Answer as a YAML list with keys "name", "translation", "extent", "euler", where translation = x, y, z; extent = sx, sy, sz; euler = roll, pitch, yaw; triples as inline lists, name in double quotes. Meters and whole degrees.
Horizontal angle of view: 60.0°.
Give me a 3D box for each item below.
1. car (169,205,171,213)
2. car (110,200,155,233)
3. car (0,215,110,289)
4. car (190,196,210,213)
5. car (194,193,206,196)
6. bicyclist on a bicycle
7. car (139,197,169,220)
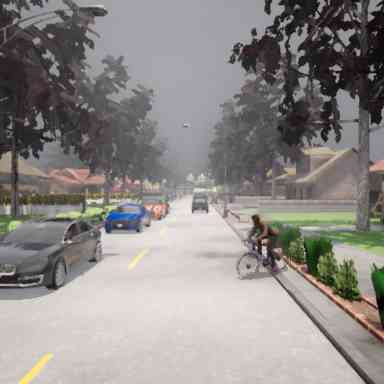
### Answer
- name: "car"
  translation: [-3.291, 1.550, 33.751]
  extent: [1.994, 1.385, 4.181]
  euler: [0, 0, 2]
- name: "car"
  translation: [-3.666, 1.470, 19.692]
  extent: [1.882, 1.535, 5.008]
  euler: [0, 0, 2]
- name: "car"
  translation: [-3.920, 1.503, 9.191]
  extent: [1.837, 1.490, 4.892]
  euler: [0, 0, 1]
- name: "car"
  translation: [0.908, 1.490, 37.026]
  extent: [1.837, 1.490, 4.892]
  euler: [0, 0, 2]
- name: "car"
  translation: [1.194, 1.202, 49.864]
  extent: [2.150, 2.045, 5.566]
  euler: [0, 0, 2]
- name: "bicyclist on a bicycle"
  translation: [1.814, 1.359, 8.572]
  extent: [1.656, 1.620, 0.582]
  euler: [-7, 6, -26]
- name: "car"
  translation: [-3.387, 1.340, 27.551]
  extent: [2.097, 1.767, 4.553]
  euler: [0, 0, 1]
